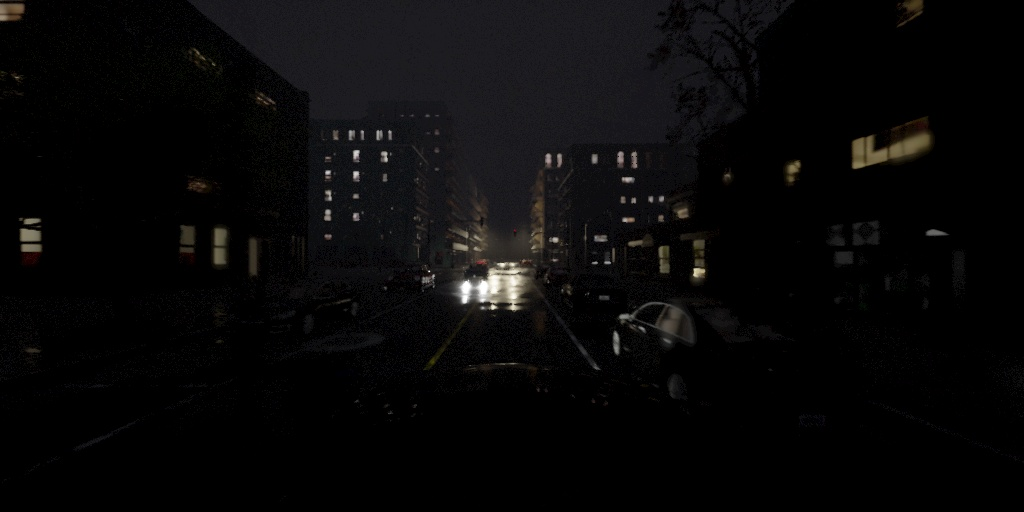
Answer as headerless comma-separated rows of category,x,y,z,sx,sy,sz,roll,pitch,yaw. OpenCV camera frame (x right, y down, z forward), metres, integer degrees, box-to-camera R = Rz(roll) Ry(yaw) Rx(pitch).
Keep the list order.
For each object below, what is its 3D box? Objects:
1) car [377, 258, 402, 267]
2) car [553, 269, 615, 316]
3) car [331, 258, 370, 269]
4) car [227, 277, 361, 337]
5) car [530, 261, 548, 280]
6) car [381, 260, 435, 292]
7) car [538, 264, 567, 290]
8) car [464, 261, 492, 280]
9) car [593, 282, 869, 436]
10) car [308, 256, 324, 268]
car,-15.170,1.012,47.205,5.008,1.535,1.882,2,-1,-1
car,2.822,1.317,13.065,1.948,1.339,4.313,0,0,0
car,-20.006,0.921,44.387,4.507,1.381,1.888,0,0,-1
car,-5.812,1.301,10.148,2.007,1.370,4.403,0,0,0
car,2.823,1.300,31.069,1.888,1.381,4.507,0,0,0
car,-5.817,1.192,20.967,1.967,1.591,4.097,0,0,0
car,2.823,1.335,22.067,1.802,1.307,4.207,0,0,0
car,-3.058,1.356,31.561,1.895,1.301,4.718,0,0,0
car,2.793,1.301,5.520,2.007,1.370,4.403,0,0,0
car,-25.687,0.814,44.411,4.507,1.381,1.888,0,0,-1
